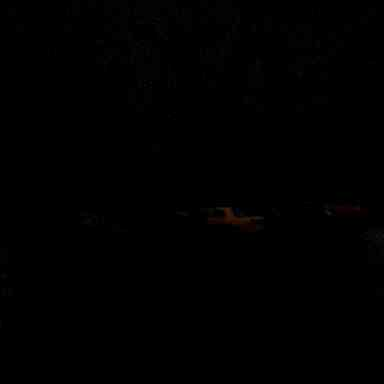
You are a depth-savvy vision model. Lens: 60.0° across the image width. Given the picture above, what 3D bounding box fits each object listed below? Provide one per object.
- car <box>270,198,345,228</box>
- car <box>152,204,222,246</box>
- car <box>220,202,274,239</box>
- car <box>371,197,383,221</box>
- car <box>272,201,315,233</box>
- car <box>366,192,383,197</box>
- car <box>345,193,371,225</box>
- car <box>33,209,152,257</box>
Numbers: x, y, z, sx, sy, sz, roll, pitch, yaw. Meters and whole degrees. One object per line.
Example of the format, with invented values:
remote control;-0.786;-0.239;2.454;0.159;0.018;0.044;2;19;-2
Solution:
car;6.776;1.221;20.891;4.553;1.767;2.185;-1;-1;34
car;-1.473;1.454;14.946;4.892;1.521;2.231;-1;0;34
car;1.127;1.417;17.025;5.366;1.575;1.946;-1;0;34
car;11.642;1.324;24.338;4.674;1.452;2.002;-1;-1;34
car;4.069;1.411;18.885;4.792;1.488;2.163;-1;-1;34
car;14.032;1.002;26.084;5.566;2.045;2.435;-1;0;34
car;9.243;1.189;22.581;4.553;1.767;2.185;-1;0;34
car;-4.241;1.488;12.982;4.892;1.521;2.231;-1;-1;35
